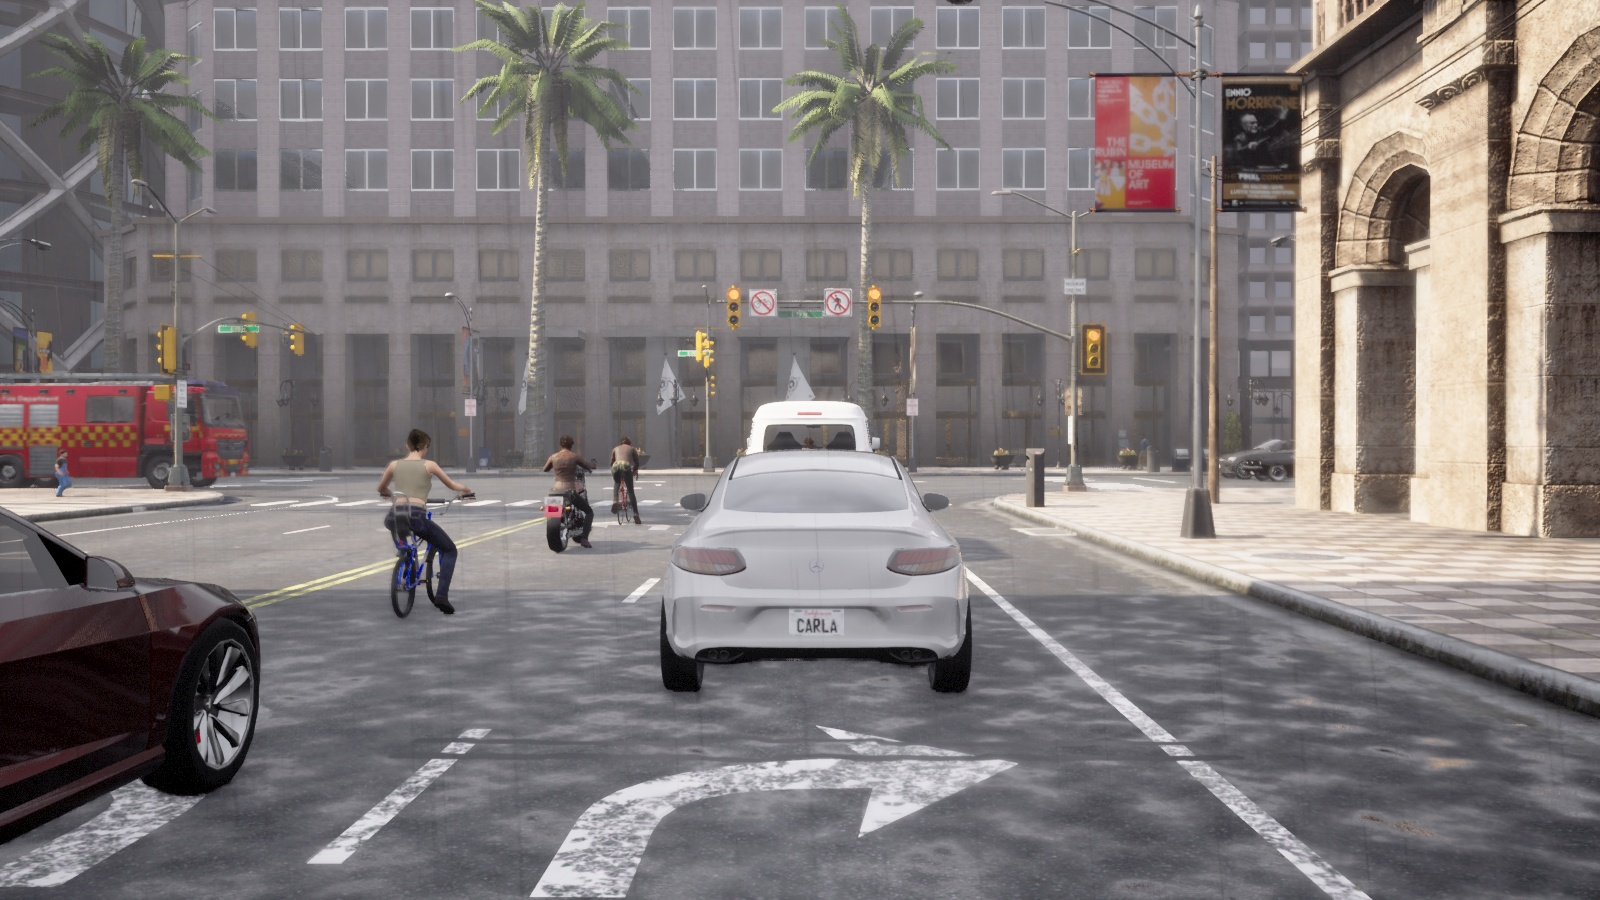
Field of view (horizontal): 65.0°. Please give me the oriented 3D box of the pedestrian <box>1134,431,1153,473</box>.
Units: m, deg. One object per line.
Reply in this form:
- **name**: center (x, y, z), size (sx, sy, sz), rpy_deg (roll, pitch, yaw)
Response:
- **pedestrian**: center (16.046, 0.085, 58.664), size (0.788, 1.949, 0.423), rpy_deg (0, 0, -25)

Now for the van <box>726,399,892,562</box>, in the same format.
- **van**: center (0.170, 0.369, 17.908), size (2.069, 2.038, 4.480), rpy_deg (0, 0, 1)

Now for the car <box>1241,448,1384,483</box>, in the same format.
- **car**: center (19.545, 0.591, 48.045), size (4.718, 1.301, 1.895), rpy_deg (0, 0, 1)

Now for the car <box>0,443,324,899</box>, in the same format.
- **car**: center (-3.449, 0.722, 3.799), size (2.163, 1.488, 4.792), rpy_deg (0, 0, 1)

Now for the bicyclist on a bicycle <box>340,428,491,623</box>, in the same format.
- **bicyclist on a bicycle**: center (-3.366, 0.617, 11.144), size (0.866, 1.612, 1.509), rpy_deg (0, 0, 0)

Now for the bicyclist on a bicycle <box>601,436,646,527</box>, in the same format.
- **bicyclist on a bicycle**: center (-3.256, 0.565, 23.313), size (0.582, 1.620, 1.656), rpy_deg (0, 0, 1)

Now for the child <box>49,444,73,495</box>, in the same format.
- **child**: center (-18.479, 0.491, 31.407), size (0.437, 1.263, 0.270), rpy_deg (0, 0, 0)

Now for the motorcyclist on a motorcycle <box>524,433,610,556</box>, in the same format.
- **motorcyclist on a motorcycle**: center (-3.299, 0.593, 17.981), size (0.766, 1.649, 2.350), rpy_deg (0, 0, 1)

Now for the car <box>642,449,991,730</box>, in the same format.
- **car**: center (0.104, 0.722, 8.867), size (1.812, 1.442, 4.674), rpy_deg (0, 0, 0)

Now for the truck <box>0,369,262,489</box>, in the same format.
- **truck**: center (-22.676, -0.671, 41.627), size (8.468, 3.827, 2.891), rpy_deg (0, 0, 0)

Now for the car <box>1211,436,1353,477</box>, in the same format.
- **car**: center (19.711, 0.250, 51.521), size (5.027, 1.651, 2.152), rpy_deg (0, 0, 1)
